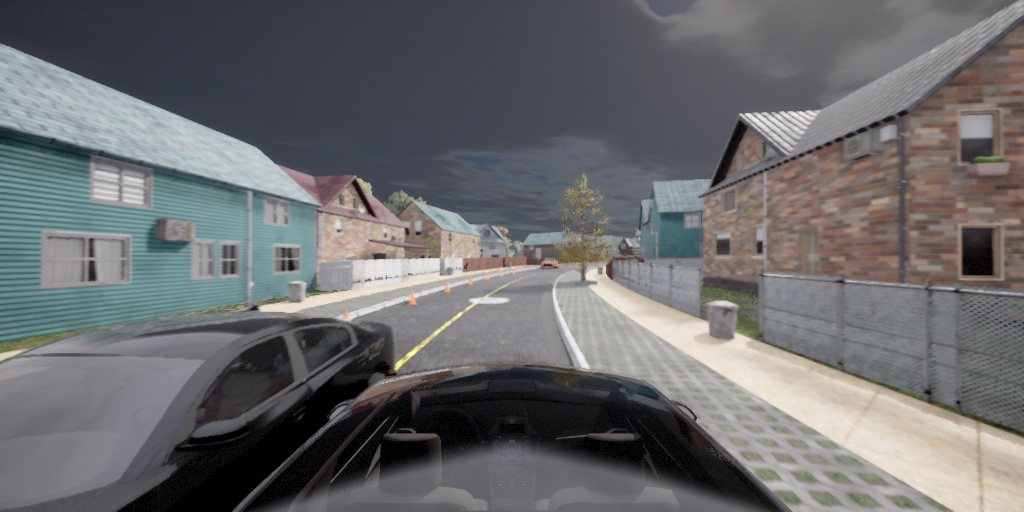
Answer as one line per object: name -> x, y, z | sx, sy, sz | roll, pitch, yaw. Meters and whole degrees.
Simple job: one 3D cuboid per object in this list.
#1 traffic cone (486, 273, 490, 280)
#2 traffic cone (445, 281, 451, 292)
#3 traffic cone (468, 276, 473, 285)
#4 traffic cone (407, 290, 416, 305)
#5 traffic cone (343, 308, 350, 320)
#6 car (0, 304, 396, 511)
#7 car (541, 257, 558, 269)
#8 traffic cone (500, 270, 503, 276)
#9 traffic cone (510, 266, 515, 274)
traffic cone -> -2.010, 1.671, 29.722 | 0.340, 0.580, 0.340 | 0, 0, 10
traffic cone -> -3.537, 1.683, 19.680 | 0.340, 0.580, 0.340 | 0, 0, 7
traffic cone -> -2.855, 1.678, 24.714 | 0.340, 0.580, 0.340 | 0, 0, 9
traffic cone -> -4.058, 1.684, 14.628 | 0.340, 0.580, 0.340 | 0, 0, 5
traffic cone -> -4.417, 1.686, 9.561 | 0.340, 0.580, 0.340 | 0, 0, 3
car -> -2.401, 1.218, 2.489 | 1.882, 1.535, 5.008 | 0, 0, 1
car -> 5.503, 0.990, 52.630 | 2.097, 1.767, 4.553 | 0, 0, 13
traffic cone -> -1.005, 1.660, 34.701 | 0.340, 0.580, 0.340 | 0, 0, 12
traffic cone -> 0.158, 1.647, 39.646 | 0.340, 0.580, 0.340 | 0, 0, 14
